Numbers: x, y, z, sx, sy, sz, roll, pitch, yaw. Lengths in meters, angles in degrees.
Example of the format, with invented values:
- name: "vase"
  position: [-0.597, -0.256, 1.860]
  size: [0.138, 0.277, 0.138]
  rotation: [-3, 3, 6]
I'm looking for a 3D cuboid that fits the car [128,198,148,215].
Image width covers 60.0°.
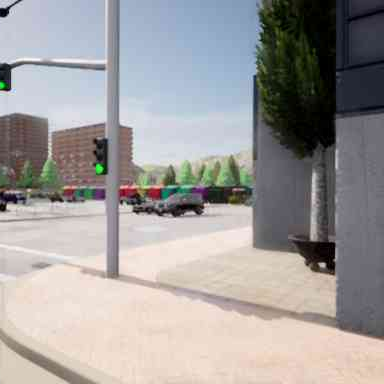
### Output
- name: "car"
  position: [-3.680, 1.544, 32.749]
  size: [1.895, 1.301, 4.718]
  rotation: [0, 0, 37]

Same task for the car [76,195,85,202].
- name: "car"
  position: [-21.851, 1.223, 62.333]
  size: [3.905, 1.438, 1.784]
  rotation: [0, 0, 35]

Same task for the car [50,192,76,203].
- name: "car"
  position: [-23.574, 1.013, 60.004]
  size: [4.605, 1.855, 1.932]
  rotation: [0, 0, 35]

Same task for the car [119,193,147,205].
- name: "car"
  position: [-9.254, 1.061, 49.910]
  size: [3.866, 1.878, 1.905]
  rotation: [0, 0, 35]

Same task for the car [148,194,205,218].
- name: "car"
  position: [-1.039, 1.173, 30.436]
  size: [2.150, 2.045, 5.566]
  rotation: [0, 0, 37]

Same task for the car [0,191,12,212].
- name: "car"
  position: [-20.549, 1.061, 33.863]
  size: [3.866, 1.878, 1.905]
  rotation: [0, 0, 35]

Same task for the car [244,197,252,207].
- name: "car"
  position: [9.640, 1.456, 50.452]
  size: [1.837, 1.490, 4.892]
  rotation: [0, 0, 37]
